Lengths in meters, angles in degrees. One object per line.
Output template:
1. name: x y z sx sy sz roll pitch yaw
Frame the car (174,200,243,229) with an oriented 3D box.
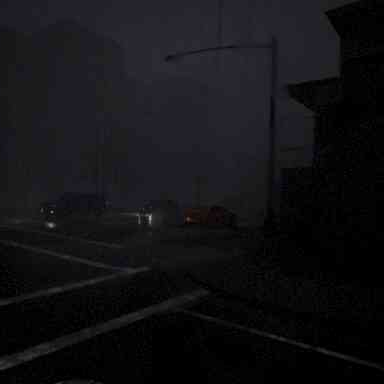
1. car: 1.257 1.575 22.811 1.882 1.535 5.008 2 0 36

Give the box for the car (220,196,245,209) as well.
1. car: 5.424 1.532 46.678 2.150 2.045 5.566 2 -1 36

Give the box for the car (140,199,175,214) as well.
1. car: -3.307 1.474 34.677 1.837 1.490 4.892 2 0 36

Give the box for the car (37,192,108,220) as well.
1. car: -9.288 1.021 26.424 2.150 2.045 5.566 2 0 36
